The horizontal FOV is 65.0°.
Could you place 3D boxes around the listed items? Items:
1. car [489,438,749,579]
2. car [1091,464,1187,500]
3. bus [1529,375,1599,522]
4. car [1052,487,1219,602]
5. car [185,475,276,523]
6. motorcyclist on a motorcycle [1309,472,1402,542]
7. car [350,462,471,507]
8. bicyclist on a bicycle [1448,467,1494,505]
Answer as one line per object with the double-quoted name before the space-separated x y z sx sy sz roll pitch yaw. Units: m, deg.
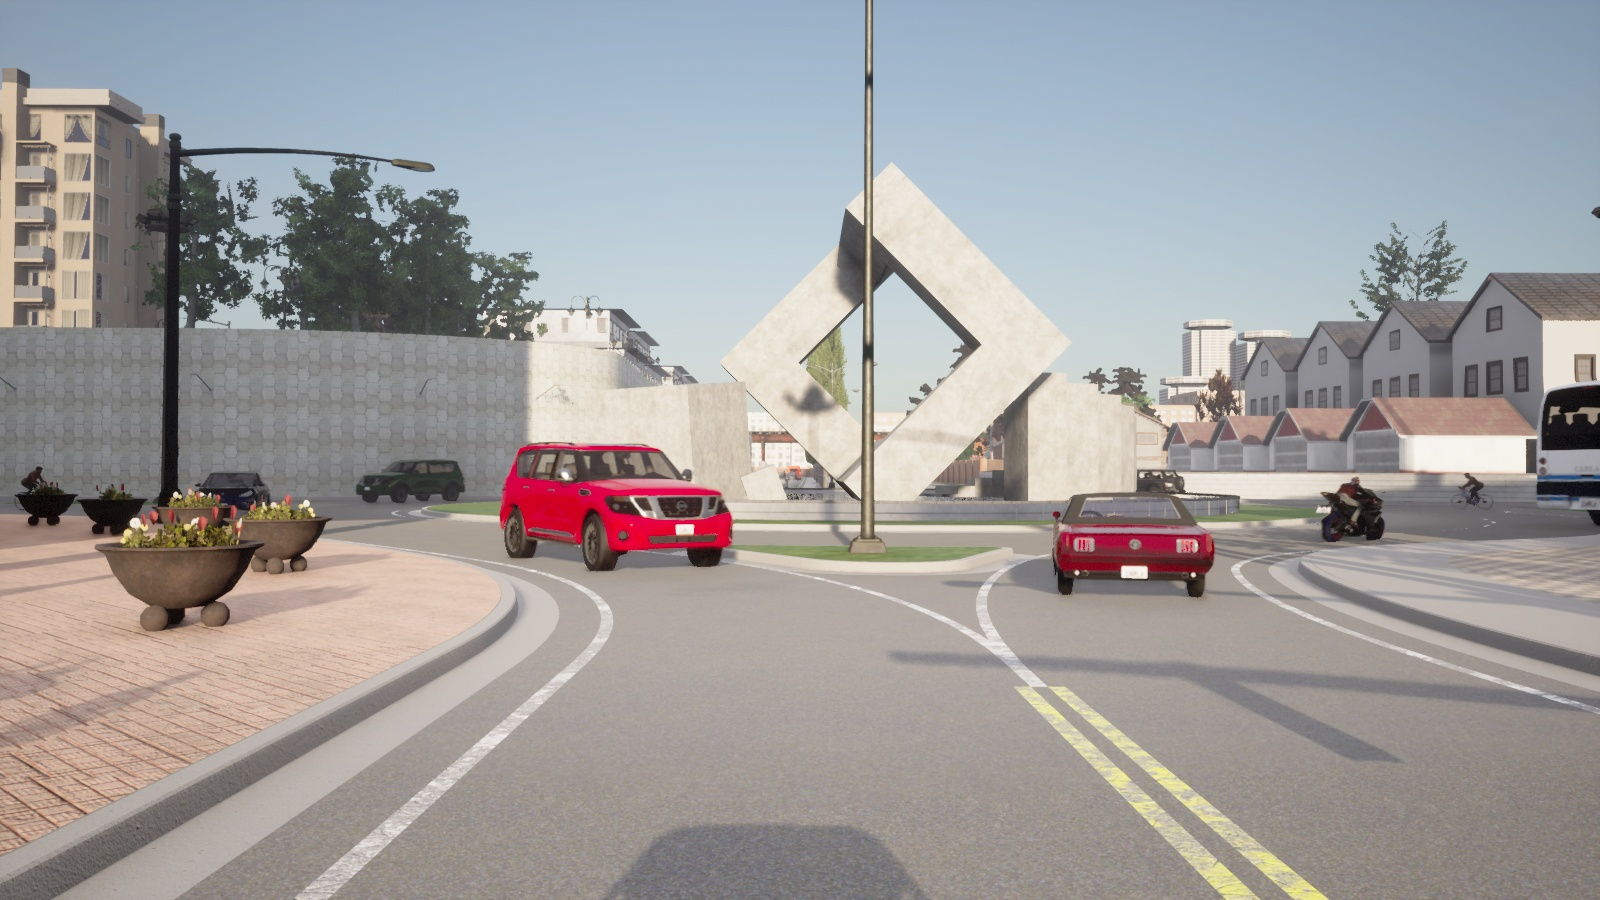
"car" -3.229 0.901 21.148 2.150 2.045 5.566 1 -1 -33
"car" 18.134 1.688 67.394 4.605 1.855 1.932 -1 -2 44
"bus" 27.710 -0.028 38.473 10.273 4.253 3.944 0 -2 -24
"car" 4.470 1.188 17.365 1.895 1.301 4.718 0 -1 11
"car" -19.138 1.601 42.408 2.163 1.488 4.792 0 -1 -16
"motorcyclist on a motorcycle" 12.729 1.280 28.748 2.191 1.530 0.866 0 -1 -32
"car" -18.354 1.602 59.439 2.150 2.045 5.566 -1 -1 28
"bicyclist on a bicycle" 29.245 1.568 54.766 1.656 1.620 0.582 -1 -1 19
